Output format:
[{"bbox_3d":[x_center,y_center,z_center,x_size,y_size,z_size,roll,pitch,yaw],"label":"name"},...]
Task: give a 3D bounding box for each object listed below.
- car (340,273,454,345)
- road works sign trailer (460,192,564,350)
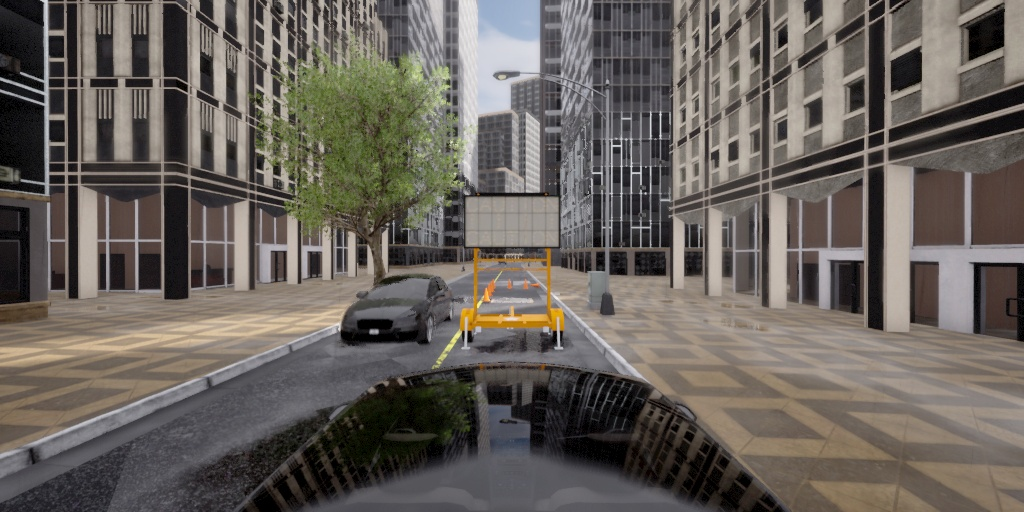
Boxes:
[{"bbox_3d":[-2.743,1.254,9.561,1.837,1.490,4.892,0,0,0],"label":"car"},{"bbox_3d":[0.006,0.214,9.066,2.380,3.560,2.880,0,0,0],"label":"road works sign trailer"}]
